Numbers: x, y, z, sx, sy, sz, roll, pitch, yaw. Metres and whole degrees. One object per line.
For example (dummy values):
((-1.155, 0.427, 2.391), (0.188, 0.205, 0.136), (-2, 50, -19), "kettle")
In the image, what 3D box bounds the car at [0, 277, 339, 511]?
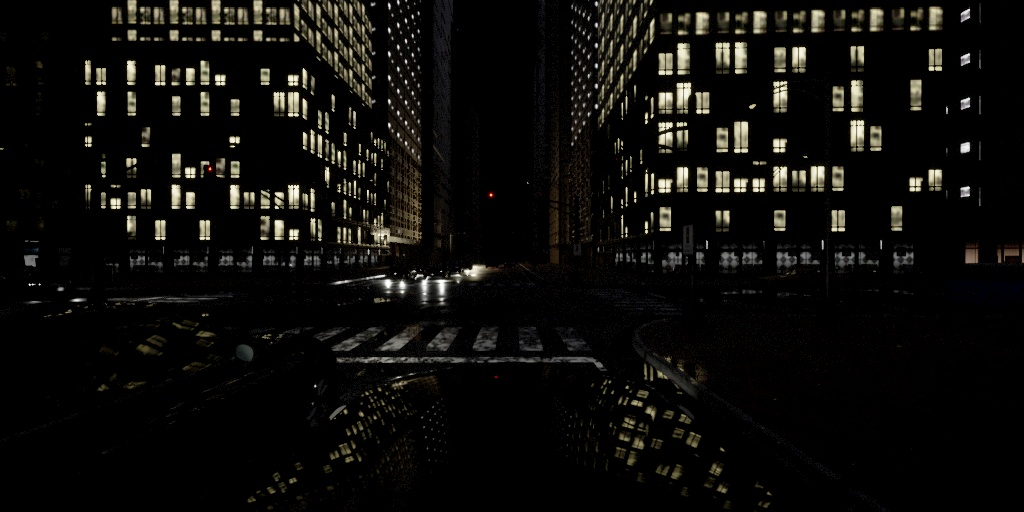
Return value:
((-3.155, 1.102, 2.560), (2.097, 1.767, 4.553), (0, 0, 0), "car")

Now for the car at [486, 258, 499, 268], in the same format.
((-3.545, 1.214, 63.651), (2.097, 1.767, 4.553), (0, 0, -1), "car")

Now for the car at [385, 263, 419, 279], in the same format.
((-10.051, 1.343, 32.798), (1.994, 1.385, 4.181), (0, 0, 0), "car")

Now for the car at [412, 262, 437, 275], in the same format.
((-10.100, 1.361, 41.707), (1.994, 1.385, 4.181), (0, 0, 0), "car")

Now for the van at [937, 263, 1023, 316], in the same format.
((18.288, 1.119, 12.779), (3.998, 1.789, 1.690), (0, 0, 2), "van")

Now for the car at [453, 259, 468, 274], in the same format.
((-6.864, 1.277, 42.828), (1.882, 1.535, 5.008), (0, 0, 0), "car")

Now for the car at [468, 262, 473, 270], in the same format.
((-6.917, 1.390, 52.807), (1.994, 1.385, 4.181), (0, 0, 0), "car")

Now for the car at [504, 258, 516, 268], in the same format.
((-0.401, 1.426, 63.832), (1.994, 1.385, 4.181), (0, 0, 0), "car")

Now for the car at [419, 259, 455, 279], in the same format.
((-6.800, 1.305, 32.955), (1.812, 1.442, 4.674), (0, 0, 0), "car")

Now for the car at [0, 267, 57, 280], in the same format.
((-23.089, 1.250, 16.389), (4.902, 1.511, 2.128), (0, 0, 0), "car")

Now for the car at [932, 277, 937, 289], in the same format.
((26.802, 1.357, 20.522), (4.207, 1.307, 1.802), (0, 0, 2), "car")

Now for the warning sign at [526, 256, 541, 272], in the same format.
((2.598, 0.910, 40.836), (1.300, 1.860, 1.060), (0, 0, 0), "warning sign")

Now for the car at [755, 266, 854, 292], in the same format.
((16.964, 1.293, 20.942), (4.829, 1.417, 1.751), (0, 0, 2), "car")
